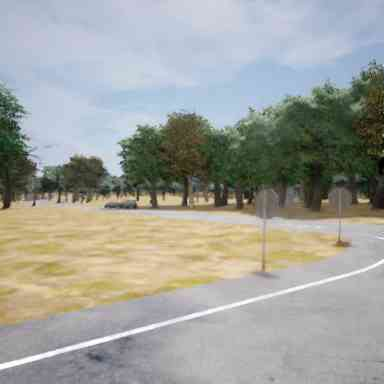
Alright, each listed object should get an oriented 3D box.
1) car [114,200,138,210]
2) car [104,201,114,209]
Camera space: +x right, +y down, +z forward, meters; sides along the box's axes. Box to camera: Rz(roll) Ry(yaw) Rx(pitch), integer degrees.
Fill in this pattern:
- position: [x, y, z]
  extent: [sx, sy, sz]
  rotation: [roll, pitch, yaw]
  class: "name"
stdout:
- position: [-10.836, 2.048, 55.743]
  extent: [2.097, 1.767, 4.553]
  rotation: [2, -2, -34]
  class: "car"
- position: [-14.542, 2.366, 61.050]
  extent: [1.994, 1.385, 4.181]
  rotation: [2, -2, -34]
  class: "car"
